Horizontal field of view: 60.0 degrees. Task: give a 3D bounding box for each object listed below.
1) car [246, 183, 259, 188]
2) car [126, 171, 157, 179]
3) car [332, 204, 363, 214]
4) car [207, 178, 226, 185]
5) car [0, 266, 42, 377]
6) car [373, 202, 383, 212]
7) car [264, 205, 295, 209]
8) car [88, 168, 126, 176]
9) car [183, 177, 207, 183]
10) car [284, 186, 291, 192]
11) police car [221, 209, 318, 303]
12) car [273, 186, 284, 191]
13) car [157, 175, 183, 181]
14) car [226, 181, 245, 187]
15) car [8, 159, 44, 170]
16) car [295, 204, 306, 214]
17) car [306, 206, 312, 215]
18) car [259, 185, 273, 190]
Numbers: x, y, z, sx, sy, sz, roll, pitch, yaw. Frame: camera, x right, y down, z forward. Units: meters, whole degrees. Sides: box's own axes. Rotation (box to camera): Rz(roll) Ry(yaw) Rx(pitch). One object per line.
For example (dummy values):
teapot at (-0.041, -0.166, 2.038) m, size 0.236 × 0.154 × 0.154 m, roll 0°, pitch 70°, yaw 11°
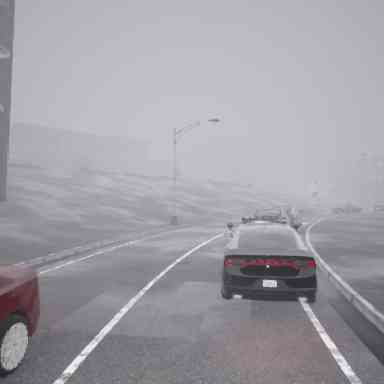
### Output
car at (11.797, -1.085, 71.722) m, size 2.002 × 1.452 × 4.674 m, roll -4°, pitch -6°, yaw 45°
car at (-8.689, -2.482, 52.899) m, size 4.892 × 1.521 × 2.231 m, roll 3°, pitch -5°, yaw -39°
car at (19.698, 2.148, 42.053) m, size 4.718 × 1.301 × 1.895 m, roll 1°, pitch -4°, yaw -40°
car at (3.777, -1.819, 63.869) m, size 4.553 × 1.767 × 2.185 m, roll 4°, pitch -6°, yaw -42°
car at (-3.256, 1.495, 2.806) m, size 1.882 × 1.535 × 5.008 m, roll 0°, pitch 0°, yaw 4°
car at (28.557, 2.274, 49.318) m, size 4.674 × 1.442 × 1.812 m, roll 1°, pitch -4°, yaw -38°
car at (4.229, 1.613, 17.642) m, size 1.837 × 1.490 × 4.892 m, roll -1°, pitch -1°, yaw 19°
car at (-12.972, -2.710, 49.425) m, size 4.892 × 1.521 × 2.231 m, roll 3°, pitch -5°, yaw -39°
car at (-0.287, -1.964, 60.129) m, size 5.008 × 1.535 × 2.097 m, roll 4°, pitch -5°, yaw -41°
car at (23.052, -0.422, 83.999) m, size 2.435 × 2.045 × 5.566 m, roll -4°, pitch -6°, yaw 41°
police car at (1.839, 1.452, 8.516) m, size 1.930 × 1.638 × 5.238 m, roll -1°, pitch 0°, yaw 10°
car at (19.344, -0.644, 79.793) m, size 2.185 × 1.767 × 4.553 m, roll -4°, pitch -6°, yaw 42°
car at (-4.449, -2.189, 56.466) m, size 4.674 × 1.452 × 2.002 m, roll 3°, pitch -5°, yaw -40°
car at (7.899, -1.377, 67.825) m, size 4.792 × 1.488 × 2.163 m, roll 4°, pitch -6°, yaw -44°
car at (-21.475, -3.263, 42.560) m, size 4.553 × 1.767 × 2.185 m, roll 3°, pitch -5°, yaw -39°
car at (6.401, 1.680, 22.943) m, size 1.837 × 1.490 × 4.892 m, roll -2°, pitch -1°, yaw 25°
car at (12.952, 2.196, 40.374) m, size 1.994 × 1.385 × 4.181 m, roll -4°, pitch -4°, yaw 43°
car at (15.543, -0.839, 75.634) m, size 2.231 × 1.521 × 4.892 m, roll -4°, pitch -6°, yaw 44°
